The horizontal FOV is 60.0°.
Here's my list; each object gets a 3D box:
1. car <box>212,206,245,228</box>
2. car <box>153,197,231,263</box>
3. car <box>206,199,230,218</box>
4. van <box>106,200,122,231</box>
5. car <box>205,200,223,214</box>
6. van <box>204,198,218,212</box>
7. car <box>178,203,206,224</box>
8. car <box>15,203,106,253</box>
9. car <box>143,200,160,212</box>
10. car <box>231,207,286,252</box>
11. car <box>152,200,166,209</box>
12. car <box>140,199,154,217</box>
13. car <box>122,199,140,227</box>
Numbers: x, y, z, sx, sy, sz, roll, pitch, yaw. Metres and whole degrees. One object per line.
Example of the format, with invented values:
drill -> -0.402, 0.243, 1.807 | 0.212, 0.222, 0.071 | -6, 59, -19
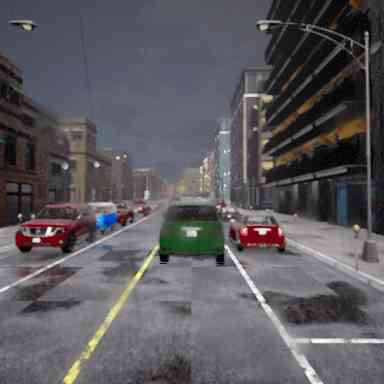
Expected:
car -> 2.700, 1.811, 25.468 | 2.008, 1.369, 4.403 | 1, -1, 0
car -> 0.005, 1.355, 12.615 | 2.150, 2.045, 5.566 | 0, 0, 0
car -> 2.703, 1.683, 36.284 | 2.192, 1.841, 5.009 | 1, -1, 0
van -> -5.675, 1.546, 20.069 | 1.690, 1.788, 3.998 | 1, -1, 0
car -> 2.699, 1.862, 41.690 | 1.967, 1.590, 4.097 | 1, -1, 0
van -> 2.701, 1.817, 47.098 | 1.690, 1.788, 3.998 | 1, -1, 0
car -> 0.012, 1.783, 28.527 | 2.128, 1.511, 4.902 | 0, 0, 0
car -> -5.674, 1.466, 14.663 | 2.192, 1.841, 5.009 | 1, -1, 0
car -> -5.681, 1.916, 47.103 | 1.967, 1.590, 4.097 | 1, -1, 0
car -> 2.703, 1.591, 14.656 | 1.967, 1.590, 4.097 | 1, -1, 0
car -> -5.685, 2.135, 57.916 | 2.008, 1.369, 4.403 | 1, -1, 0
car -> -5.677, 1.683, 36.290 | 2.192, 1.841, 5.009 | 1, -1, 0
car -> -5.675, 1.575, 25.477 | 2.192, 1.841, 5.009 | 1, -1, 0
